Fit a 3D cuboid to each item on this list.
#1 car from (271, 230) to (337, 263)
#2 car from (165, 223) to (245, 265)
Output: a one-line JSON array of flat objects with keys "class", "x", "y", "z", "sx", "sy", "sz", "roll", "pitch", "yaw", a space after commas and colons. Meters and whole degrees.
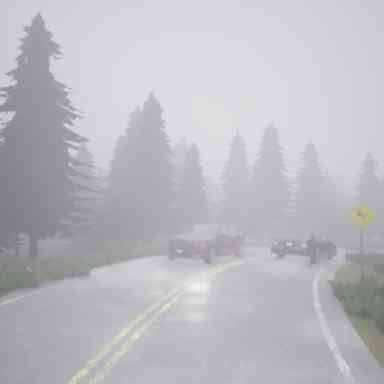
[{"class": "car", "x": 5.632, "y": 2.594, "z": 16.388, "sx": 2.033, "sy": 1.411, "sz": 5.357, "roll": 0, "pitch": -7, "yaw": 35}, {"class": "car", "x": 0.748, "y": 2.117, "z": 14.448, "sx": 1.882, "sy": 1.535, "sz": 5.008, "roll": -1, "pitch": -5, "yaw": 29}]
